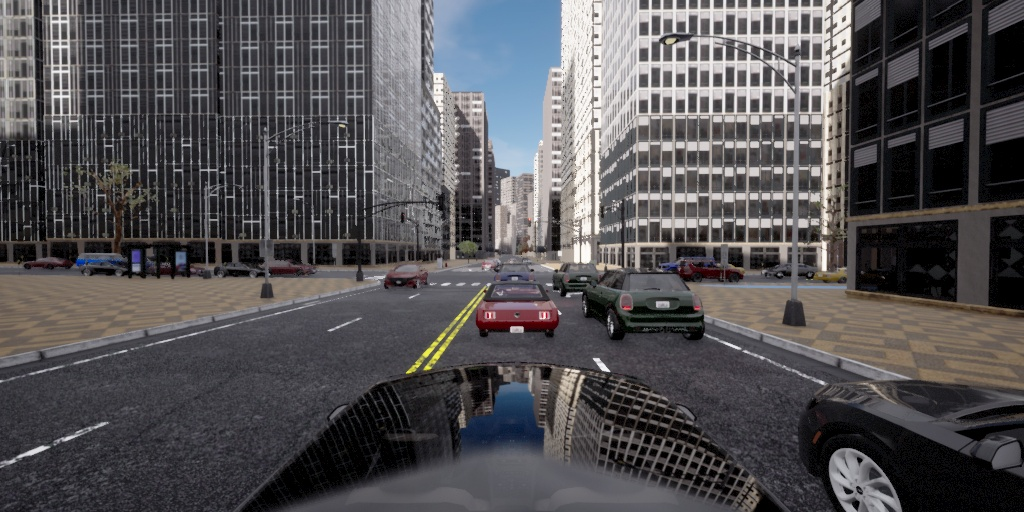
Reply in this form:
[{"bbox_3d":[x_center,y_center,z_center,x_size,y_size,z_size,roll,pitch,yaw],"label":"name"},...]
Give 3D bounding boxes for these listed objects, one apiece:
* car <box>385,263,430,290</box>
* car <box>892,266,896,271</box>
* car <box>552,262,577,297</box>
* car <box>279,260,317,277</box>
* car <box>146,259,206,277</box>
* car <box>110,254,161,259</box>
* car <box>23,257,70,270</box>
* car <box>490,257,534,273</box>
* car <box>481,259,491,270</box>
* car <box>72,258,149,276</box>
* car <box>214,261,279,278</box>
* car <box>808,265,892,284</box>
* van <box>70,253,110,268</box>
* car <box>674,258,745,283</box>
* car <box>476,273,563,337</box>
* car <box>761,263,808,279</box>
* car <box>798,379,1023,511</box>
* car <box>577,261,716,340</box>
[{"bbox_3d":[-6.488,1.214,22.682,1.882,1.535,5.008,1,0,-3],"label":"car"},{"bbox_3d":[33.162,1.683,29.358,4.207,1.307,1.802,0,0,1],"label":"car"},{"bbox_3d":[3.380,1.092,19.028,2.097,1.767,4.553,0,0,0],"label":"car"},{"bbox_3d":[-20.480,1.108,32.941,4.674,1.442,1.812,0,1,1],"label":"car"},{"bbox_3d":[-28.363,1.137,30.427,4.207,1.307,1.802,0,0,1],"label":"car"},{"bbox_3d":[-33.623,0.818,33.234,4.553,1.767,2.097,0,1,1],"label":"car"},{"bbox_3d":[-50.900,0.792,39.420,4.207,1.307,1.802,0,0,1],"label":"car"},{"bbox_3d":[0.131,1.092,19.180,2.097,1.767,4.553,0,0,0],"label":"car"},{"bbox_3d":[-3.238,1.238,50.655,1.812,1.442,4.674,0,0,0],"label":"car"},{"bbox_3d":[-34.043,1.068,30.611,4.313,1.339,1.948,0,0,1],"label":"car"},{"bbox_3d":[-22.679,1.172,30.283,4.313,1.339,1.948,0,0,1],"label":"car"},{"bbox_3d":[27.693,1.578,29.463,4.829,1.417,1.751,0,0,1],"label":"car"},{"bbox_3d":[-45.218,0.603,39.293,3.998,1.789,1.690,0,0,1],"label":"van"},{"bbox_3d":[16.245,1.268,29.681,5.009,1.841,2.192,0,0,1],"label":"car"},{"bbox_3d":[0.113,1.346,10.187,1.895,1.301,4.718,0,0,0],"label":"car"},{"bbox_3d":[27.223,1.447,35.245,4.902,1.511,2.128,1,1,1],"label":"car"},{"bbox_3d":[3.342,1.255,1.036,1.837,1.490,4.892,0,0,0],"label":"car"},{"bbox_3d":[3.357,1.098,10.091,2.097,1.767,4.553,0,0,0],"label":"car"}]
